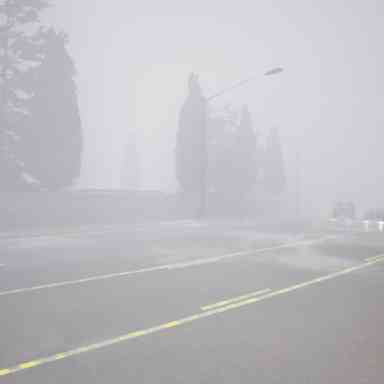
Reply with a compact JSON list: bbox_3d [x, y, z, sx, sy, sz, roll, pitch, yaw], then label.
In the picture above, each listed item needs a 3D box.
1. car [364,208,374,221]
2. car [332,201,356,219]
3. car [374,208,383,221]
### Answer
[{"bbox_3d":[19.227,2.341,34.748,1.994,1.385,4.181,0,-2,33],"label":"car"},{"bbox_3d":[18.075,2.125,39.388,2.150,2.045,5.566,0,-2,32],"label":"car"},{"bbox_3d":[8.077,1.274,10.609,5.566,2.045,2.150,1,0,-42],"label":"car"}]
